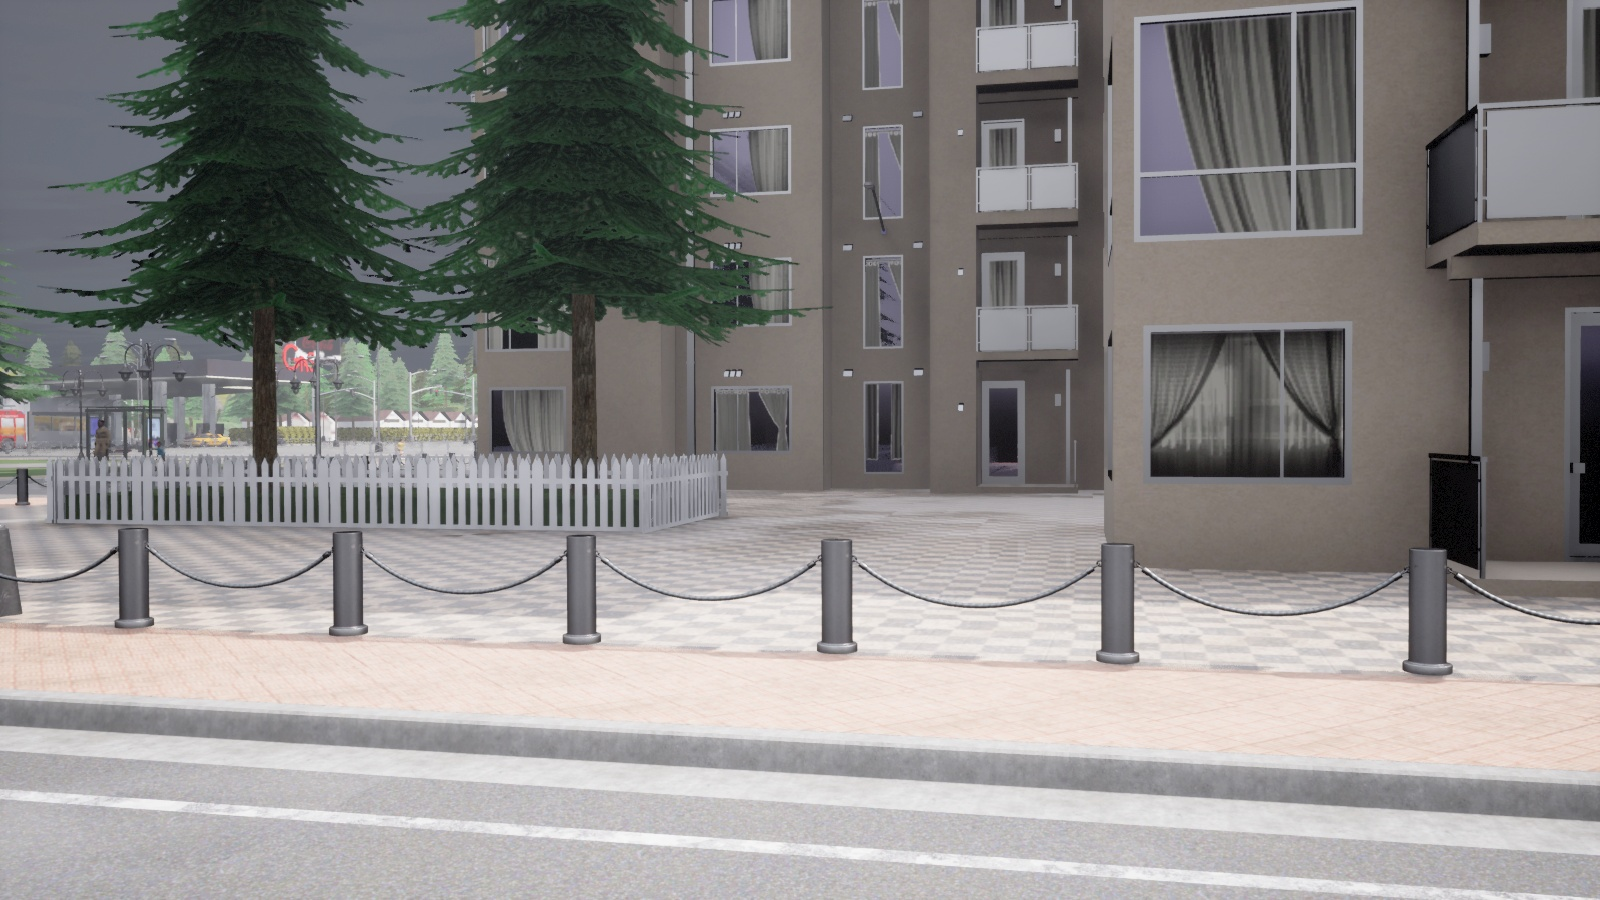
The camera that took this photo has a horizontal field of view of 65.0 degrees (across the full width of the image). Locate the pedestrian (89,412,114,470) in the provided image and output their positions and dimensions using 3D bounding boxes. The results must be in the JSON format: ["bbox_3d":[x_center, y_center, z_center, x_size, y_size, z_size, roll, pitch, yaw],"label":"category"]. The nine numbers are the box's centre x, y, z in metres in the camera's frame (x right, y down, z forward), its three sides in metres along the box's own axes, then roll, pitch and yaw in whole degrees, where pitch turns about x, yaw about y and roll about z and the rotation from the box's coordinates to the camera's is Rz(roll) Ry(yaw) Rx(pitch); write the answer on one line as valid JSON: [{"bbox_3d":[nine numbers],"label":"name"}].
[{"bbox_3d":[-23.520,-0.294,42.297,0.396,1.930,0.692,0,1,11],"label":"pedestrian"}]
